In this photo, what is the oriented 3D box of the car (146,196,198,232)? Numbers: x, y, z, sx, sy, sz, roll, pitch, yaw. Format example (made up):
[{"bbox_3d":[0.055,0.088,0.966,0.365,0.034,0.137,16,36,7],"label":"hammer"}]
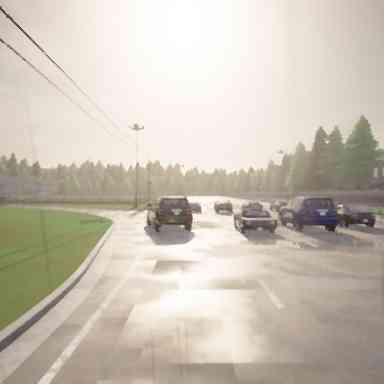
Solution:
[{"bbox_3d":[-1.529,1.277,21.048,2.150,2.045,5.566,1,0,-15],"label":"car"}]

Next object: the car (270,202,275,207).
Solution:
[{"bbox_3d":[10.590,1.637,39.459,1.812,1.442,4.674,0,0,0],"label":"car"}]

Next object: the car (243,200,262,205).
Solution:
[{"bbox_3d":[7.091,1.674,39.112,1.994,1.385,4.181,0,0,0],"label":"car"}]

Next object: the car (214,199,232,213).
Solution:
[{"bbox_3d":[3.590,1.600,38.531,2.128,1.511,4.902,0,0,0],"label":"car"}]

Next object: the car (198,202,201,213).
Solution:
[{"bbox_3d":[0.090,1.674,39.144,1.994,1.385,4.181,0,0,0],"label":"car"}]

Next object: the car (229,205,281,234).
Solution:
[{"bbox_3d":[3.596,1.654,19.760,1.895,1.301,4.718,0,0,0],"label":"car"}]

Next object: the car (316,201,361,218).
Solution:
[{"bbox_3d":[14.092,1.639,32.354,2.033,1.411,5.357,0,0,0],"label":"car"}]

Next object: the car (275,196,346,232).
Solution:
[{"bbox_3d":[7.095,1.279,20.749,2.150,2.045,5.566,0,0,0],"label":"car"}]

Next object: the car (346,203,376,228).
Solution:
[{"bbox_3d":[10.595,1.589,22.608,1.812,1.442,4.674,0,0,0],"label":"car"}]
